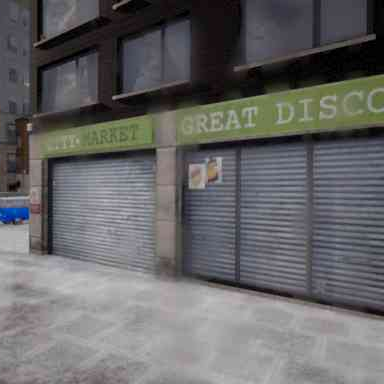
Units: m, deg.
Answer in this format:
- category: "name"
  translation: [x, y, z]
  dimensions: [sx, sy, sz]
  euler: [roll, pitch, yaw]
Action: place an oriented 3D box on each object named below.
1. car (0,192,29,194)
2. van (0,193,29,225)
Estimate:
- category: "car"
  translation: [-15.235, 1.032, 26.302]
  dimensions: [2.150, 2.045, 5.566]
  euler: [1, 1, 36]
- category: "van"
  translation: [-10.859, 1.202, 22.322]
  dimensions: [1.690, 1.788, 3.998]
  euler: [1, 1, 36]
